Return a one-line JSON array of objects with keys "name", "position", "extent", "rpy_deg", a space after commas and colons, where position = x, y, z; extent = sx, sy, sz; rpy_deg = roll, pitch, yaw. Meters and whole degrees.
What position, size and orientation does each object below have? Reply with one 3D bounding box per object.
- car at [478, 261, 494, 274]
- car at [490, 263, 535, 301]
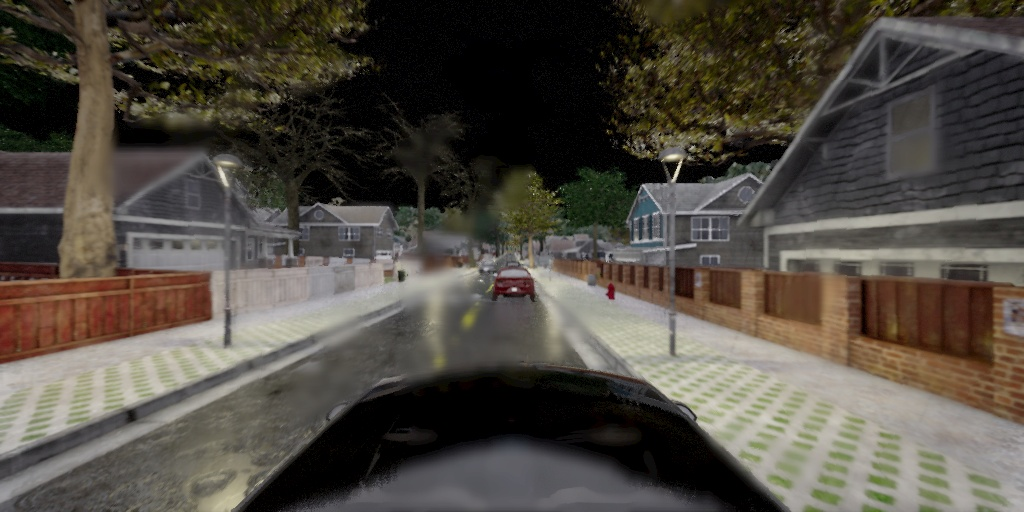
[{"name": "car", "position": [-2.824, 1.306, 41.859], "extent": [2.128, 1.511, 4.902], "rpy_deg": [0, 0, 0]}, {"name": "car", "position": [0.098, 1.281, 17.730], "extent": [1.882, 1.535, 5.008], "rpy_deg": [0, 0, 0]}]
